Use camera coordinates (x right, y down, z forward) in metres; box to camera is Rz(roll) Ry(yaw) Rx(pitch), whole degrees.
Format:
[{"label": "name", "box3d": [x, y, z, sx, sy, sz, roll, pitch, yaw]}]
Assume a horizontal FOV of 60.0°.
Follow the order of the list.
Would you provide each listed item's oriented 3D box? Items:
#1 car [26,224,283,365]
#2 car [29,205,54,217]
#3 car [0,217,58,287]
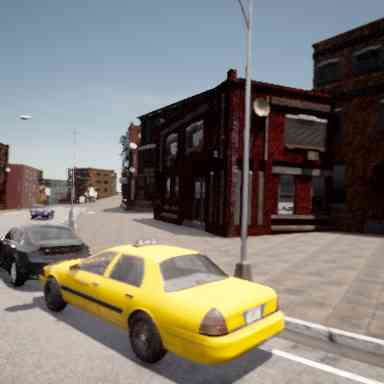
[{"label": "car", "box3d": [-1.044, 1.611, 6.161, 5.366, 1.575, 1.801, -1, -2, 43]}, {"label": "car", "box3d": [-16.918, 2.427, 37.877, 1.895, 1.301, 4.718, 2, -2, -15]}, {"label": "car", "box3d": [-4.698, 1.716, 10.159, 1.837, 1.490, 4.892, 2, -2, -39]}]
